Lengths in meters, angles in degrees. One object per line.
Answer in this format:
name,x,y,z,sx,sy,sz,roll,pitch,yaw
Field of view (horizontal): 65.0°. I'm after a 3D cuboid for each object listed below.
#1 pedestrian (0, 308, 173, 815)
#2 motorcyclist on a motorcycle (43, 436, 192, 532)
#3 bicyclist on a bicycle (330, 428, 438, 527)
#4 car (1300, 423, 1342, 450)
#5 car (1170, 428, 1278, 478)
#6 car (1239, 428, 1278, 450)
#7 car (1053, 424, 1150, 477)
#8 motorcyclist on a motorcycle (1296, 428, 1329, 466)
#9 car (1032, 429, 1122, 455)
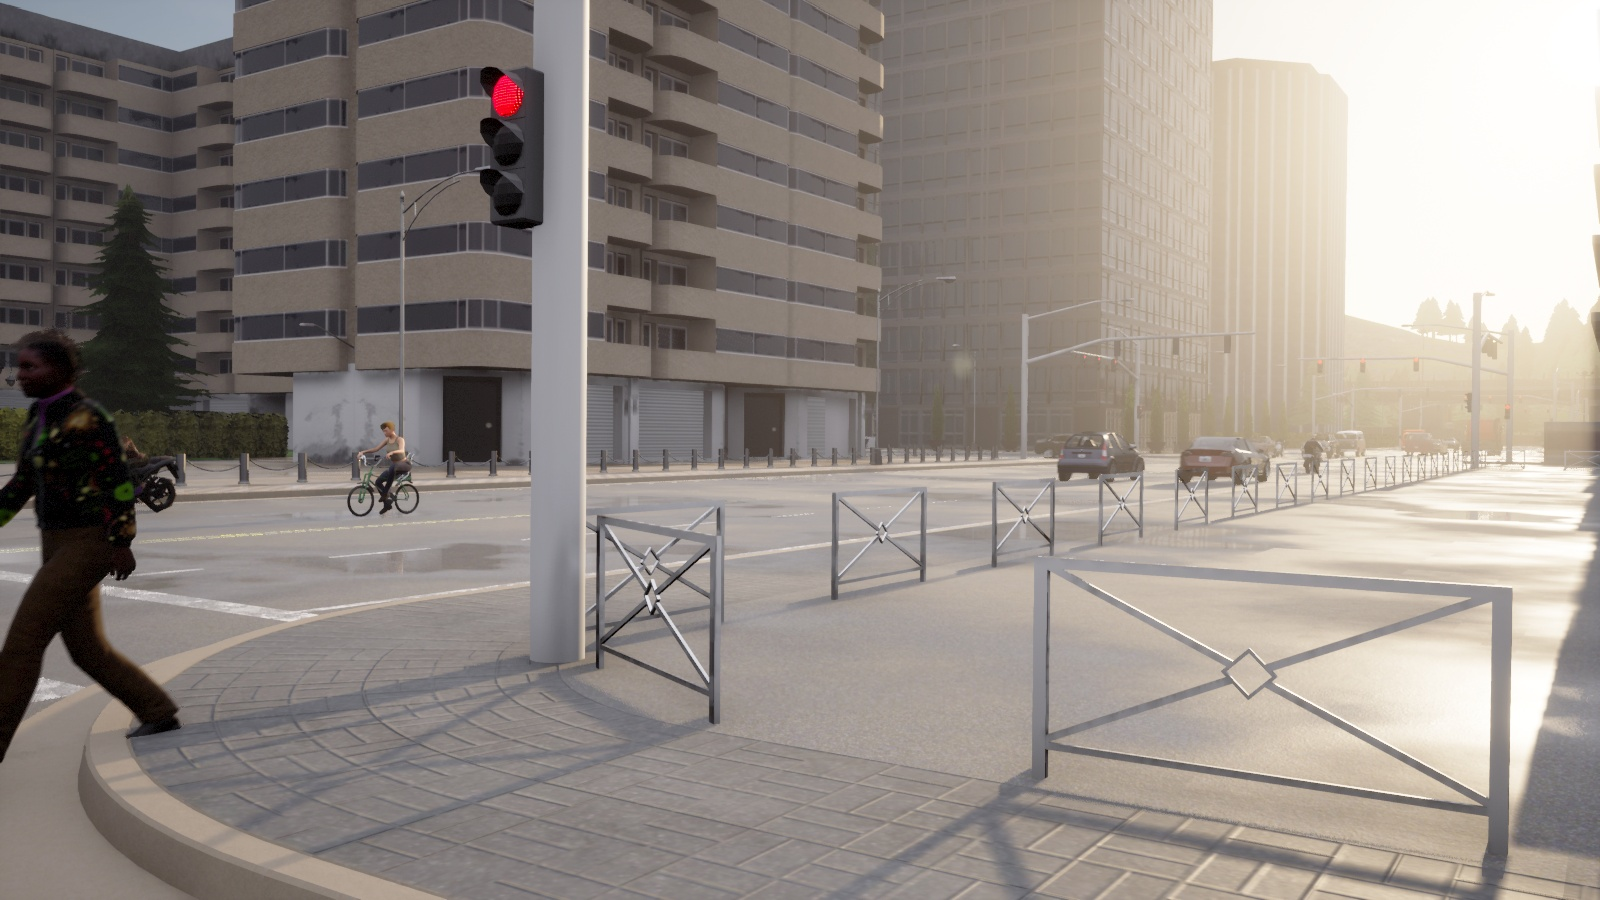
pedestrian,-3.019,0.419,5.130,0.395,1.930,0.692,0,1,38
motorcyclist on a motorcycle,-11.443,0.529,21.112,0.797,1.523,2.044,0,1,33
bicyclist on a bicycle,-7.076,0.440,21.409,0.866,1.612,1.509,0,1,33
car,36.743,-0.994,88.571,1.932,1.855,4.605,0,1,33
car,13.705,0.055,40.442,2.163,1.488,4.792,0,1,33
car,32.145,-0.781,87.929,1.789,1.549,3.705,0,1,33
car,9.891,-0.020,41.003,1.851,1.617,3.988,0,1,33
motorcyclist on a motorcycle,21.191,-0.134,51.919,0.866,1.530,2.191,0,1,33
car,16.393,-0.475,74.417,4.892,1.490,1.837,0,1,29
